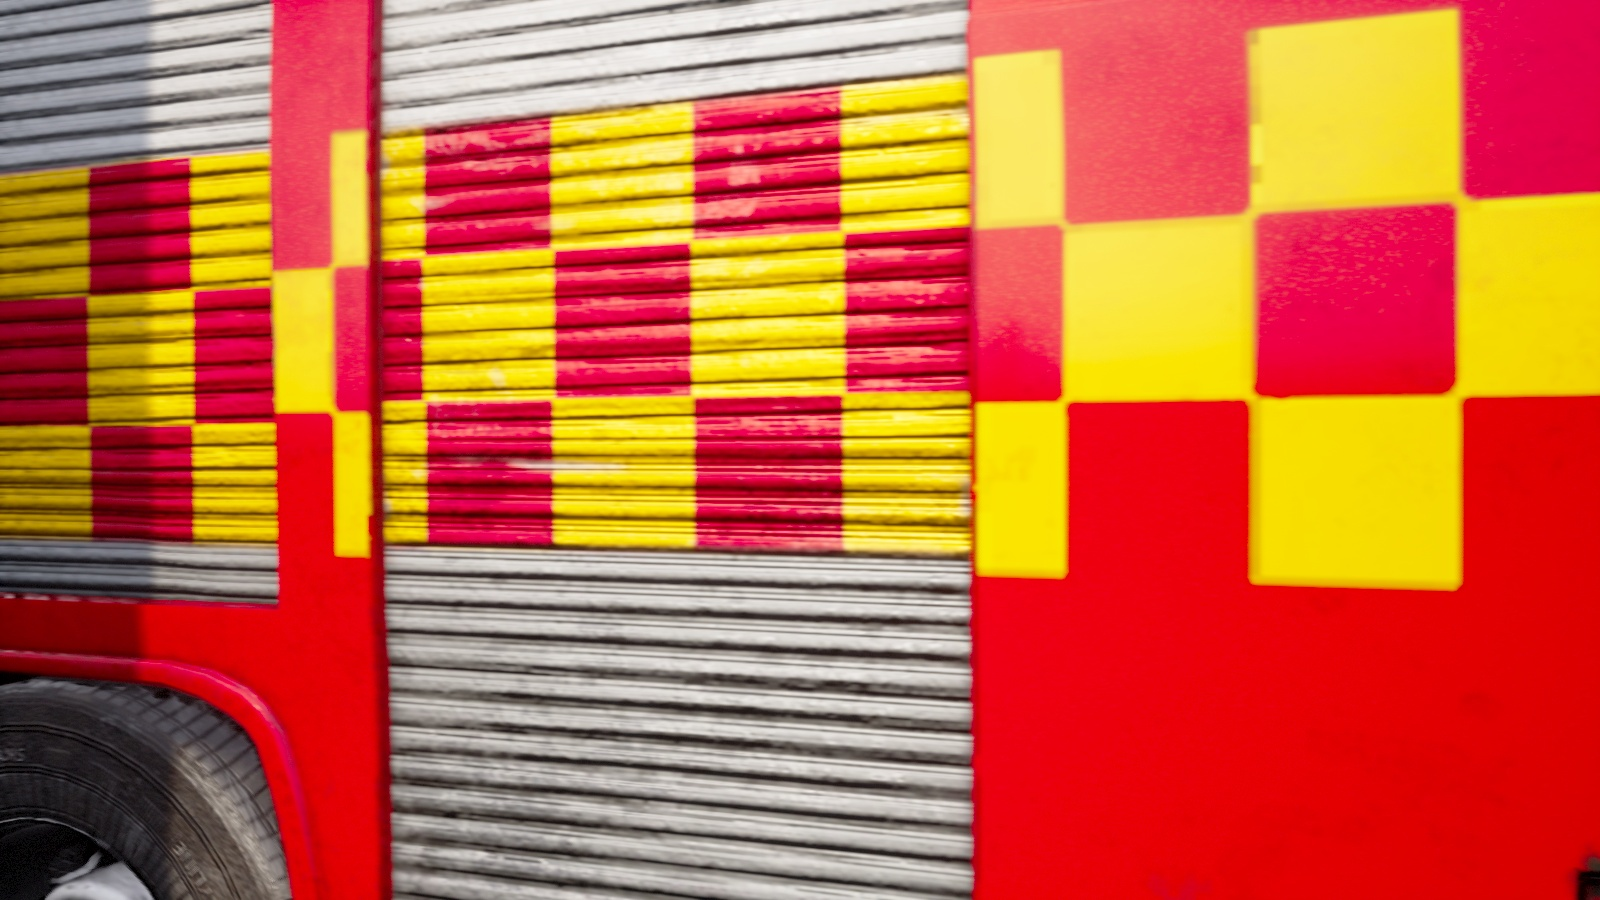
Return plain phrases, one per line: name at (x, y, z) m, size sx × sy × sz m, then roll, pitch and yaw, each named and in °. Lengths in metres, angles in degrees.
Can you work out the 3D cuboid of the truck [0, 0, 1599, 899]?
truck at (1.672, -0.374, 2.614) m, size 8.468 × 3.827 × 2.891 m, roll 0°, pitch 1°, yaw 19°
